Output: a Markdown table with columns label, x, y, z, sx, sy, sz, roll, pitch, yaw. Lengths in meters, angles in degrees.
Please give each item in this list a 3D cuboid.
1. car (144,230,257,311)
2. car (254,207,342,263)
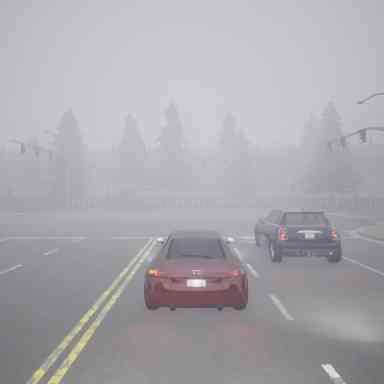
| label | x | y | z | sx | sy | sz | roll | pitch | yaw |
| --- | --- | --- | --- | --- | --- | --- | --- | --- | --- |
| car | 0.075 | 1.564 | 7.826 | 1.994 | 1.385 | 4.181 | 0 | 0 | 0 |
| car | 3.627 | 1.352 | 12.200 | 2.097 | 1.767 | 4.553 | 0 | 0 | 2 |
